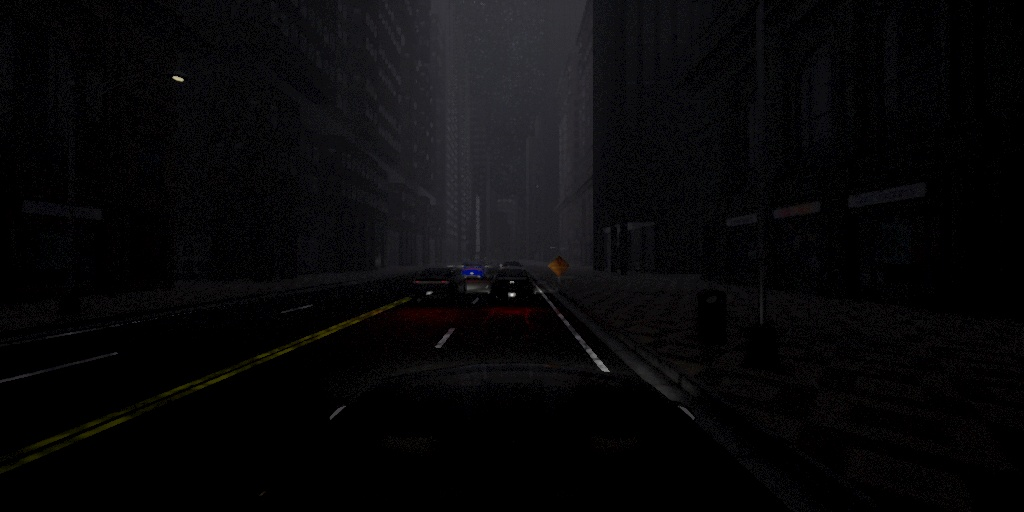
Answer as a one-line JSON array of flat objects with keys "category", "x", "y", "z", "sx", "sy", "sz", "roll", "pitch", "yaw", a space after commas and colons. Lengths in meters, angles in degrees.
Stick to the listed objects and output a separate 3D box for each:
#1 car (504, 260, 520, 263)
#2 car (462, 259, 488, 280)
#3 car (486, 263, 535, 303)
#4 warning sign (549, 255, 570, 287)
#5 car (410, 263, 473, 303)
[{"category": "car", "x": 0.000, "y": 1.134, "z": 31.472, "sx": 2.097, "sy": 1.767, "sz": 4.553, "roll": 0, "pitch": 0, "yaw": 0}, {"category": "car", "x": -3.250, "y": 1.253, "z": 31.501, "sx": 1.882, "sy": 1.535, "sz": 5.008, "roll": 0, "pitch": 0, "yaw": 0}, {"category": "car", "x": 0.000, "y": 1.272, "z": 16.500, "sx": 1.837, "sy": 1.490, "sz": 4.892, "roll": 0, "pitch": 0, "yaw": 0}, {"category": "warning sign", "x": 2.850, "y": 0.873, "z": 21.599, "sx": 1.300, "sy": 1.860, "sz": 1.060, "roll": 0, "pitch": 0, "yaw": 0}, {"category": "car", "x": -3.250, "y": 1.250, "z": 16.500, "sx": 2.128, "sy": 1.511, "sz": 4.902, "roll": 0, "pitch": 0, "yaw": 0}]
